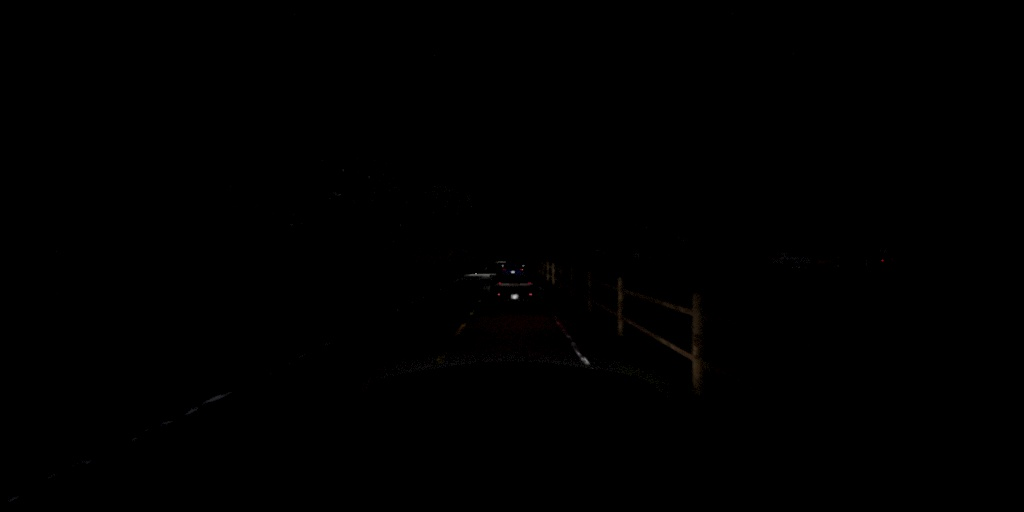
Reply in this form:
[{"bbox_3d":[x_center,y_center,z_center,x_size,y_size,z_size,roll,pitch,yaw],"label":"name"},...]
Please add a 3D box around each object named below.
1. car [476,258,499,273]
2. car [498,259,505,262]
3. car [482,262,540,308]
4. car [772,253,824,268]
[{"bbox_3d":[-2.769,1.158,39.767,1.994,1.385,4.181,0,0,0],"label":"car"},{"bbox_3d":[0.081,1.201,30.107,1.994,1.385,4.181,0,0,0],"label":"car"},{"bbox_3d":[0.091,1.195,14.906,2.128,1.511,4.902,0,0,0],"label":"car"},{"bbox_3d":[39.271,0.600,49.814,5.566,2.045,2.150,0,0,-1],"label":"car"}]
